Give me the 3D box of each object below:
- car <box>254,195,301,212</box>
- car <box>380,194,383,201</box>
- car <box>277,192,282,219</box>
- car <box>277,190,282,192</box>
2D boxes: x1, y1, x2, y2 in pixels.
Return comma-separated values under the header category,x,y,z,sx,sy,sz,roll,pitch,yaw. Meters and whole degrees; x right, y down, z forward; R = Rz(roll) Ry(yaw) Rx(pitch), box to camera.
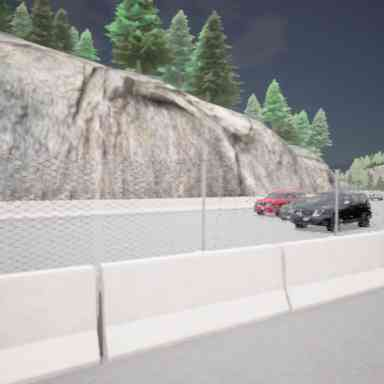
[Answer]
category,x,y,z,sx,sy,sz,roll,pitch,yaw
car,8.527,1.091,32.848,4.902,1.511,2.128,0,1,-42
car,35.093,0.932,63.188,1.895,1.301,4.718,1,1,35
car,8.076,1.080,23.229,4.553,1.767,2.097,0,1,-40
car,7.481,0.894,27.265,5.566,2.045,2.150,0,1,-41
